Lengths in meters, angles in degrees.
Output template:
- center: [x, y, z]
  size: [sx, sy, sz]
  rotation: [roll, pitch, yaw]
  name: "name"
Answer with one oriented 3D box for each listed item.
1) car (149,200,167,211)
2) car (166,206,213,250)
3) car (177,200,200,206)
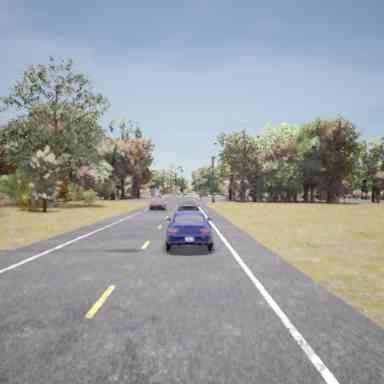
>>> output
- center: [-4.143, 1.633, 40.602]
  size: [1.895, 1.301, 4.718]
  rotation: [0, 0, -1]
  name: "car"
- center: [-0.120, 1.536, 14.260]
  size: [1.812, 1.442, 4.674]
  rotation: [0, 0, -1]
  name: "car"
- center: [-0.323, 1.529, 30.347]
  size: [1.837, 1.490, 4.892]
  rotation: [0, 0, -1]
  name: "car"
